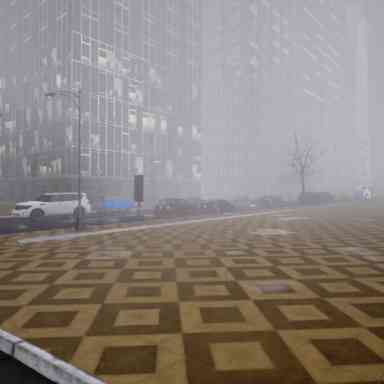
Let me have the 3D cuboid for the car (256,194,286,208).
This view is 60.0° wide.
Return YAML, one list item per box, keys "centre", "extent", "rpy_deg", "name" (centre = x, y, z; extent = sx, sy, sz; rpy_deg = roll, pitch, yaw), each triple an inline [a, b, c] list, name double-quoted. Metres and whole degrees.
- centre: [9.866, 1.244, 40.151]
  extent: [1.802, 1.307, 4.206]
  rpy_deg: [1, 1, 41]
  name: "car"

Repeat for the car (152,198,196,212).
- centre: [-1.844, 1.330, 35.365]
  extent: [1.895, 1.301, 4.718]
  rpy_deg: [0, 1, 40]
  name: "car"

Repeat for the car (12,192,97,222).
- centre: [-10.478, 1.059, 25.261]
  extent: [2.150, 2.045, 5.566]
  rpy_deg: [0, 1, 41]
  name: "car"

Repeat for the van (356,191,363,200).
- centre: [35.735, 0.683, 70.424]
  extent: [1.690, 1.788, 3.998]
  rpy_deg: [1, 1, 41]
  name: "van"

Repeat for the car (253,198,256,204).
- centre: [10.648, 1.143, 45.062]
  extent: [1.812, 1.442, 4.674]
  rpy_deg: [0, 1, 41]
  name: "car"

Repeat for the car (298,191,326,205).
- centre: [17.258, 0.885, 48.798]
  extent: [2.192, 1.841, 5.009]
  rpy_deg: [1, 1, 41]
  name: "car"

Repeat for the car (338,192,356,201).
- centre: [28.453, 0.957, 61.905]
  extent: [1.752, 1.417, 4.829]
  rpy_deg: [1, 1, 41]
  name: "car"

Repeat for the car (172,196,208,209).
- centre: [-0.194, 1.218, 41.291]
  extent: [1.887, 1.381, 4.507]
  rpy_deg: [1, 1, 41]
  name: "car"

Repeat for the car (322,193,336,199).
- centre: [33.070, 0.828, 80.212]
  extent: [1.947, 1.339, 4.313]
  rpy_deg: [1, 1, 41]
  name: "car"

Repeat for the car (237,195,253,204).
- centre: [7.202, 1.148, 49.934]
  extent: [1.947, 1.339, 4.313]
  rpy_deg: [1, 1, 41]
  name: "car"

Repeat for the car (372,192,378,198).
- centre: [43.151, 0.704, 79.641]
  extent: [1.801, 1.575, 5.366]
  rpy_deg: [0, 1, 41]
  name: "car"

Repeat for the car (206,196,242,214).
- centre: [2.527, 1.320, 31.459]
  extent: [1.947, 1.339, 4.313]
  rpy_deg: [1, 1, 41]
  name: "car"

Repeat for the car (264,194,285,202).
- centre: [14.593, 1.056, 58.585]
  extent: [1.947, 1.339, 4.313]
  rpy_deg: [1, 1, 41]
  name: "car"

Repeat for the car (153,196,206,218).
- centre: [-1.125, 1.240, 27.096]
  extent: [1.967, 1.590, 4.097]
  rpy_deg: [1, 1, 41]
  name: "car"

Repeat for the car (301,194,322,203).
- centre: [20.265, 1.062, 56.325]
  extent: [1.994, 1.385, 4.181]
  rpy_deg: [0, 1, 41]
  name: "car"

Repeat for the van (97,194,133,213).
- centre: [-7.669, 1.106, 32.711]
  extent: [1.690, 1.788, 3.998]
  rpy_deg: [1, 1, 41]
  name: "van"

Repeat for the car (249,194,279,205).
- centre: [10.935, 1.119, 50.188]
  extent: [2.033, 1.411, 5.357]
  rpy_deg: [0, 1, 41]
  name: "car"

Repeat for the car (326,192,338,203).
- centre: [20.953, 0.839, 53.123]
  extent: [2.192, 1.841, 5.009]
  rpy_deg: [1, 1, 41]
  name: "car"

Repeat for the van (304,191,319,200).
- centre: [25.680, 0.694, 71.557]
  extent: [1.690, 1.788, 3.998]
  rpy_deg: [1, 1, 41]
  name: "van"
